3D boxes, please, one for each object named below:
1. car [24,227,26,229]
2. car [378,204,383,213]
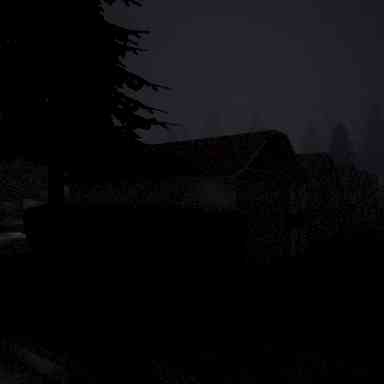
[{"bbox_3d":[-9.437,1.864,23.760,2.097,1.767,4.553,-1,-1,36],"label":"car"},{"bbox_3d":[22.601,2.036,41.491,4.902,1.511,2.128,-1,-1,29],"label":"car"}]
